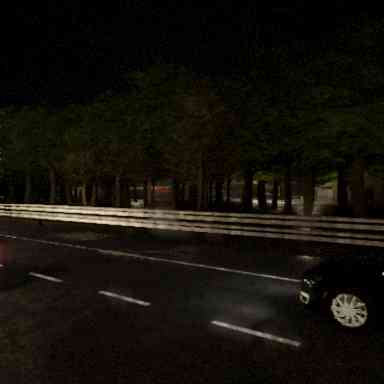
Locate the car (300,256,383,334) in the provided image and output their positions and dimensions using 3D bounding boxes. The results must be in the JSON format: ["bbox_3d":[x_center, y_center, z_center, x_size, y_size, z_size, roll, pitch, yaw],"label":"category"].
[{"bbox_3d":[4.214,1.506,5.163,4.892,1.490,1.837,0,0,35],"label":"car"}]
